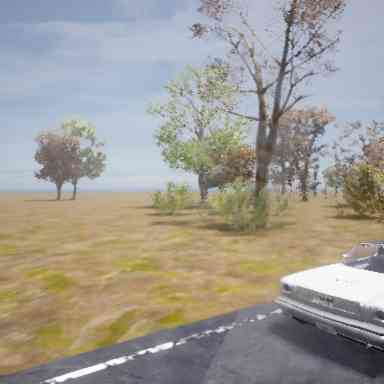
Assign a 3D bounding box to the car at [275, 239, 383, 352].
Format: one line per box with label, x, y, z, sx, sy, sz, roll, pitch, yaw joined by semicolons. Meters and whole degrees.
car;3.682;1.585;5.901;4.718;1.301;1.895;0;0;-34
